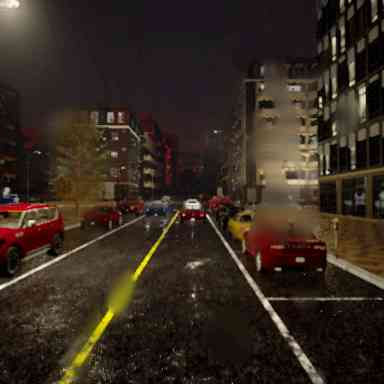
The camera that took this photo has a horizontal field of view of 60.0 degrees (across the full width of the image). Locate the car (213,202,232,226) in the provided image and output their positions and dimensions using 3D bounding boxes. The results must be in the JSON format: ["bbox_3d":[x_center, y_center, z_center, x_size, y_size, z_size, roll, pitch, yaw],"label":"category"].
[{"bbox_3d":[2.677,1.580,21.379,1.947,1.339,4.313,1,0,0],"label":"car"}]

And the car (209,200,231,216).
[{"bbox_3d":[2.670,1.583,26.818,1.947,1.339,4.313,1,0,0],"label":"car"}]

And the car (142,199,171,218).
[{"bbox_3d":[-3.055,1.621,30.351,1.895,1.301,4.718,0,0,0],"label":"car"}]

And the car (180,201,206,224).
[{"bbox_3d":[0.069,1.617,25.186,1.895,1.301,4.718,0,0,0],"label":"car"}]

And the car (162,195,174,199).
[{"bbox_3d":[-5.893,1.606,75.953,2.008,1.369,4.403,1,0,0],"label":"car"}]

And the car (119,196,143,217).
[{"bbox_3d":[-5.785,1.337,32.238,2.192,1.841,5.009,1,0,0],"label":"car"}]

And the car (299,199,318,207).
[{"bbox_3d":[17.225,1.599,46.633,4.206,1.307,1.802,0,-1,0],"label":"car"}]

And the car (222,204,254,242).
[{"bbox_3d":[2.684,1.536,16.109,1.752,1.417,4.829,1,0,0],"label":"car"}]

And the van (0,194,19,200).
[{"bbox_3d":[-26.302,1.224,46.495,3.998,1.788,1.690,0,-1,0],"label":"van"}]

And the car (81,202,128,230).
[{"bbox_3d":[-5.703,1.559,21.350,1.887,1.381,4.507,1,0,0],"label":"car"}]

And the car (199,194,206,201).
[{"bbox_3d":[2.751,1.365,70.329,2.192,1.841,5.009,1,0,0],"label":"car"}]

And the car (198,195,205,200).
[{"bbox_3d":[2.589,1.634,93.113,1.947,1.339,4.313,1,0,0],"label":"car"}]

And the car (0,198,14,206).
[{"bbox_3d":[-31.962,1.610,54.850,4.206,1.307,1.802,0,-1,0],"label":"car"}]

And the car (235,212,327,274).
[{"bbox_3d":[2.691,1.551,10.499,1.887,1.381,4.507,1,0,0],"label":"car"}]

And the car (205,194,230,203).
[{"bbox_3d":[2.741,1.336,32.254,2.192,1.841,5.009,1,0,0],"label":"car"}]

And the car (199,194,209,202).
[{"bbox_3d":[2.735,1.370,76.029,2.192,1.841,5.009,1,0,0],"label":"car"}]

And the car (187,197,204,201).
[{"bbox_3d":[0.060,1.550,35.724,1.812,1.442,4.674,0,0,0],"label":"car"}]

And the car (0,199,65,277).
[{"bbox_3d":[-5.685,1.322,10.458,2.192,1.841,5.009,1,0,0],"label":"car"}]
